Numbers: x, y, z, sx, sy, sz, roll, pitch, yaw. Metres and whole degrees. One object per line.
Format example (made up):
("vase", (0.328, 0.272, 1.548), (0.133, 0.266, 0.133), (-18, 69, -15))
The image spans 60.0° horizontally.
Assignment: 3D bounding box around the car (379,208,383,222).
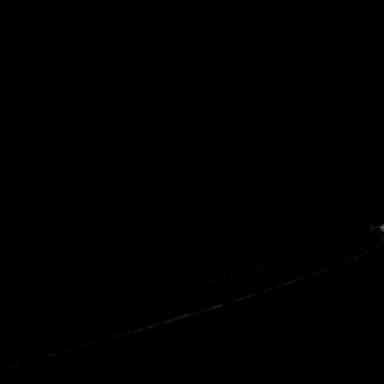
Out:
("car", (18.144, 1.986, 29.698), (1.882, 1.535, 5.008), (-1, -2, 19))
